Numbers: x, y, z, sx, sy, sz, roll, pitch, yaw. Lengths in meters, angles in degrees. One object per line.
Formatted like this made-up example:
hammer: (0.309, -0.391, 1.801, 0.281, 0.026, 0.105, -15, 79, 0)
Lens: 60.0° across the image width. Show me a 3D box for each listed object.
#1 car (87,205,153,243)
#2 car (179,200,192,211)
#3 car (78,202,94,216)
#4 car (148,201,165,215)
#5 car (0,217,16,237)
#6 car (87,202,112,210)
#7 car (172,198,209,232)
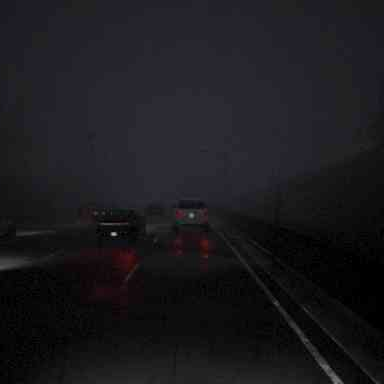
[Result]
car: (-3.491, 1.652, 17.097, 2.128, 1.511, 4.902, 0, 0, -1)
car: (-1.008, 1.977, 48.705, 1.812, 1.442, 4.674, 0, 0, -2)
car: (-11.091, 1.835, 36.726, 2.128, 1.511, 4.902, 0, 0, -2)
car: (-4.140, 1.833, 38.245, 1.882, 1.535, 5.008, 0, 0, -2)
car: (-10.482, 1.679, 16.243, 1.812, 1.442, 4.674, 0, 0, -1)
car: (-7.327, 1.823, 29.497, 2.033, 1.411, 5.357, 0, -1, -2)
car: (-0.095, 1.427, 21.923, 2.150, 2.045, 5.566, 0, 0, -2)
